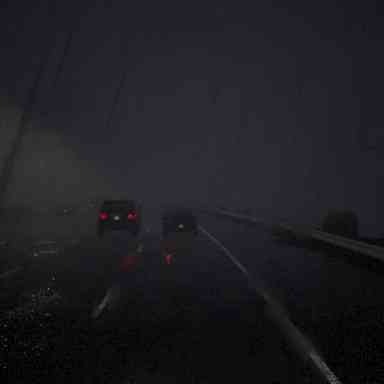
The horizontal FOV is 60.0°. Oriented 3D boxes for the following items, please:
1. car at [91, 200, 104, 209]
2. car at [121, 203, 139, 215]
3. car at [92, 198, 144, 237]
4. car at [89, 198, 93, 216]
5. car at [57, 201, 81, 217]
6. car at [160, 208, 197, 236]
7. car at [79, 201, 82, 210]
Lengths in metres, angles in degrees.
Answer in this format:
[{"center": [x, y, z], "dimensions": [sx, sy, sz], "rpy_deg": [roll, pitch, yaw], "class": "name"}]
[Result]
[{"center": [-17.266, 2.286, 60.341], "dimensions": [1.882, 1.535, 5.008], "rpy_deg": [0, -1, -20], "class": "car"}, {"center": [-7.719, 2.101, 41.357], "dimensions": [1.895, 1.301, 4.718], "rpy_deg": [-1, -1, -14], "class": "car"}, {"center": [-4.246, 1.471, 19.985], "dimensions": [2.150, 2.045, 5.566], "rpy_deg": [0, -1, -7], "class": "car"}, {"center": [-11.018, 1.744, 39.419], "dimensions": [2.150, 2.045, 5.566], "rpy_deg": [0, -1, -14], "class": "car"}, {"center": [-14.738, 2.138, 39.424], "dimensions": [1.994, 1.385, 4.181], "rpy_deg": [-1, -1, -13], "class": "car"}, {"center": [-0.847, 1.682, 20.013], "dimensions": [1.882, 1.535, 5.008], "rpy_deg": [0, -1, -6], "class": "car"}, {"center": [-20.477, 2.315, 58.916], "dimensions": [1.882, 1.535, 5.008], "rpy_deg": [0, -1, -20], "class": "car"}]
